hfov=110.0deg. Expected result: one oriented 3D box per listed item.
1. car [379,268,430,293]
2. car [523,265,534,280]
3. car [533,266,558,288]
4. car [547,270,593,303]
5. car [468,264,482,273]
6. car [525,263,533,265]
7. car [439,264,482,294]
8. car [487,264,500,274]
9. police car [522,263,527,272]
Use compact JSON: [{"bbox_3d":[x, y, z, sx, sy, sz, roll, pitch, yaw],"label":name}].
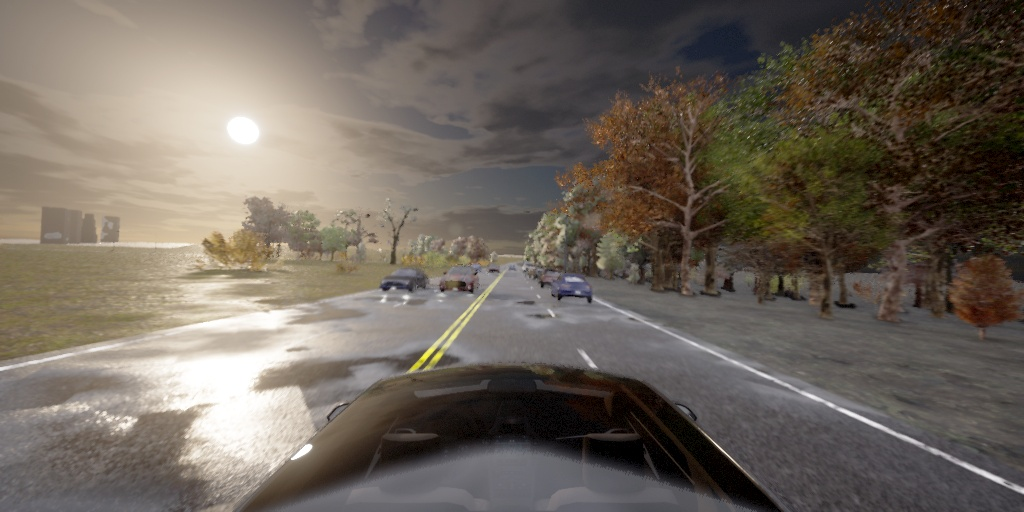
[{"bbox_3d":[-6.581,1.476,22.639,2.033,1.411,5.357,2,-1,0],"label":"car"},{"bbox_3d":[3.025,2.122,42.561,1.837,1.490,4.892,4,-2,-10],"label":"car"},{"bbox_3d":[3.283,1.838,31.007,2.033,1.649,4.856,3,0,0],"label":"car"},{"bbox_3d":[3.265,1.727,20.025,1.812,1.442,4.674,3,-2,0],"label":"car"},{"bbox_3d":[-6.464,2.178,63.831,1.882,1.535,5.008,2,-1,1],"label":"car"},{"bbox_3d":[3.271,2.294,53.203,1.801,1.575,5.366,1,-1,0],"label":"car"},{"bbox_3d":[-3.318,1.411,23.412,2.097,1.767,4.553,2,-1,0],"label":"car"},{"bbox_3d":[-3.213,2.174,63.884,2.097,1.767,4.553,2,-1,1],"label":"car"},{"bbox_3d":[3.310,2.461,64.131,1.930,1.638,5.238,3,-2,0],"label":"police car"}]
